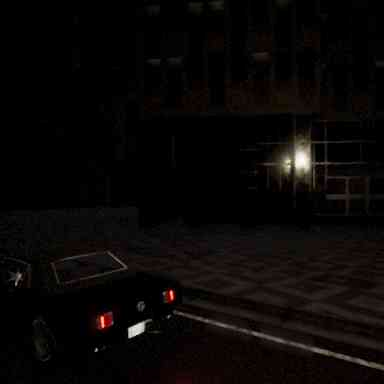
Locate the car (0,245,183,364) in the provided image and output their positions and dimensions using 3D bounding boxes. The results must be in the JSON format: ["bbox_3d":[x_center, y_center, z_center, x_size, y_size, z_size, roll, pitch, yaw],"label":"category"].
[{"bbox_3d":[-2.547,1.628,5.917,4.718,1.301,1.895,0,0,36],"label":"car"}]
